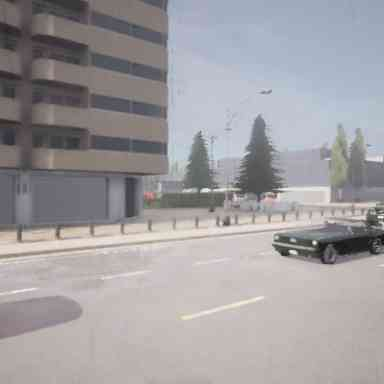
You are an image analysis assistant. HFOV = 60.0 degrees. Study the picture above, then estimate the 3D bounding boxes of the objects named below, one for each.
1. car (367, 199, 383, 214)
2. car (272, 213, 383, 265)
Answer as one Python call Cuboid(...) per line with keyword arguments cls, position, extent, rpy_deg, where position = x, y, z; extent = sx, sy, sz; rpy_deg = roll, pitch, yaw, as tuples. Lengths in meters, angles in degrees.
Cuboid(cls="car", position=(14.168, 1.250, 22.602), extent=(5.566, 2.045, 2.150), rpy_deg=(1, 0, -35))
Cuboid(cls="car", position=(5.024, 1.612, 11.848), extent=(4.718, 1.301, 1.895), rpy_deg=(0, 0, -35))
